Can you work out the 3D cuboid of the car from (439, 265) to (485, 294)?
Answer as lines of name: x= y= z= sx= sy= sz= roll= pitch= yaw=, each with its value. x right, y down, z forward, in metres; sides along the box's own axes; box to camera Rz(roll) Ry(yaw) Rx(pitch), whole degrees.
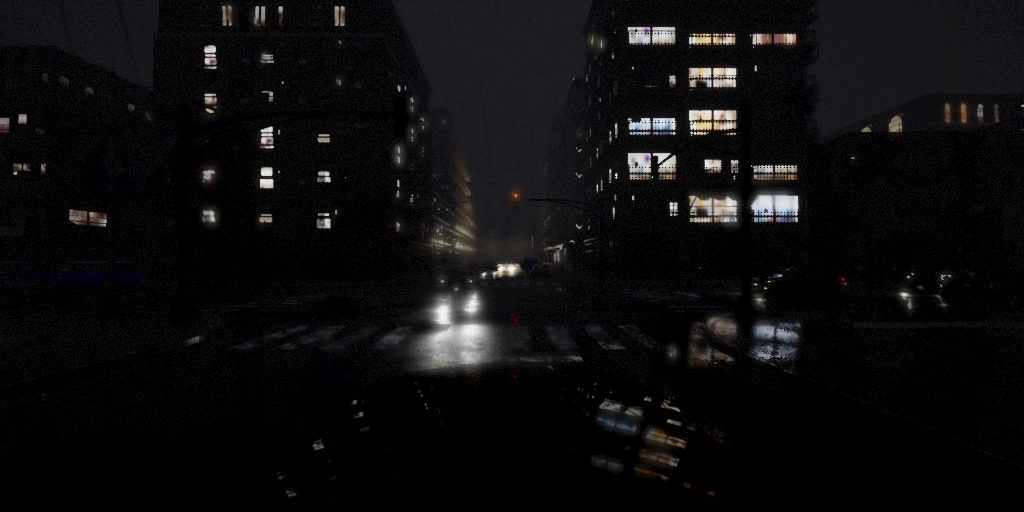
car: x=-2.791 y=1.358 z=20.200 sx=1.895 sy=1.301 sz=4.718 roll=0 pitch=0 yaw=0

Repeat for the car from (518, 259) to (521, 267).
car: x=2.450 y=1.100 z=53.071 sx=2.192 sy=1.841 sz=5.009 roll=0 pitch=0 yaw=0

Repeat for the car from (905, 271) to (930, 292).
car: x=23.387 y=1.074 z=18.520 sx=4.553 sy=1.767 sz=2.097 roll=0 pitch=-1 yaw=1

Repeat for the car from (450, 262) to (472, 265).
car: x=-5.522 y=1.317 z=36.022 sx=2.007 sy=1.370 sz=4.403 roll=0 pitch=0 yaw=0

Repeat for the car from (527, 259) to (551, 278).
car: x=2.623 y=1.290 z=33.585 sx=1.751 sy=1.417 sz=4.829 roll=0 pitch=0 yaw=0

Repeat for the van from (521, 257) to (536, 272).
van: x=2.495 y=1.119 z=47.418 sx=1.690 sy=1.789 sz=3.998 roll=0 pitch=0 yaw=0

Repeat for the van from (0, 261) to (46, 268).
van: x=-30.447 y=1.201 z=21.691 sx=3.998 sy=1.789 sz=1.690 roll=0 pitch=0 yaw=1

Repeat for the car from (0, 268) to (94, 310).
car: x=-19.364 y=1.290 z=13.663 sx=4.403 sy=1.370 sz=2.007 roll=0 pitch=0 yaw=1

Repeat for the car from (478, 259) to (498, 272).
car: x=-2.853 y=1.321 z=47.065 sx=2.033 sy=1.411 sz=5.357 roll=0 pitch=0 yaw=0

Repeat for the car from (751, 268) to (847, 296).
car: x=14.688 y=1.304 z=18.634 sx=4.181 sy=1.385 sz=1.994 roll=0 pitch=-1 yaw=1

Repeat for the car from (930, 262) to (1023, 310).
car: x=18.663 y=1.103 z=13.157 sx=4.097 sy=1.591 sz=1.967 roll=0 pitch=0 yaw=1

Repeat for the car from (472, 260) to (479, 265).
car: x=-5.431 y=1.367 z=52.995 sx=1.802 sy=1.307 sz=4.207 roll=0 pitch=0 yaw=0

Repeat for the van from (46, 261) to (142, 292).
van: x=-24.853 y=1.191 z=21.617 sx=3.998 sy=1.789 sz=1.690 roll=0 pitch=0 yaw=1
